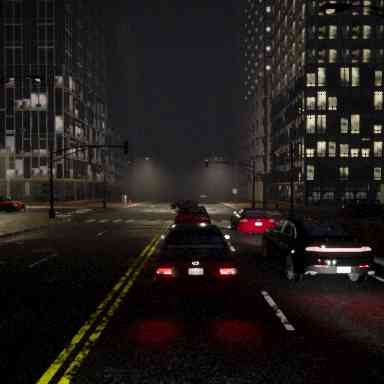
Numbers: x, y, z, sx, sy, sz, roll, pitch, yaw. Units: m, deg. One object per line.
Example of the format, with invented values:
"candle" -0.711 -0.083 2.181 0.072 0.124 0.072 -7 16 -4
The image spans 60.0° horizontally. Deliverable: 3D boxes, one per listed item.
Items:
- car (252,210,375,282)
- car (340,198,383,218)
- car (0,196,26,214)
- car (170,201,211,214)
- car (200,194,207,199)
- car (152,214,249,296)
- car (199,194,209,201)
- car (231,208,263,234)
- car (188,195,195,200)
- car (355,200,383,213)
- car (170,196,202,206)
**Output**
"car" 3.326 1.487 9.694 2.128 1.511 4.902 0 0 0
"car" 16.131 1.519 30.245 5.009 1.841 2.192 1 0 1
"car" -19.161 1.200 33.327 4.553 1.767 2.097 0 1 1
"car" 0.061 1.468 18.599 1.882 1.535 5.008 0 0 1
"car" 3.035 1.266 91.421 1.812 1.442 4.674 0 0 0
"car" 0.081 1.544 8.779 2.033 1.411 5.357 0 0 0
"car" 3.059 1.513 81.449 1.895 1.301 4.718 0 0 0
"car" 3.306 1.554 18.494 1.994 1.385 4.181 0 0 0
"car" -0.215 1.433 91.413 1.812 1.442 4.674 0 0 0
"car" 21.720 1.642 38.545 4.829 1.417 1.752 1 0 1
"car" -0.835 1.516 41.004 1.895 1.301 4.718 0 -1 25
